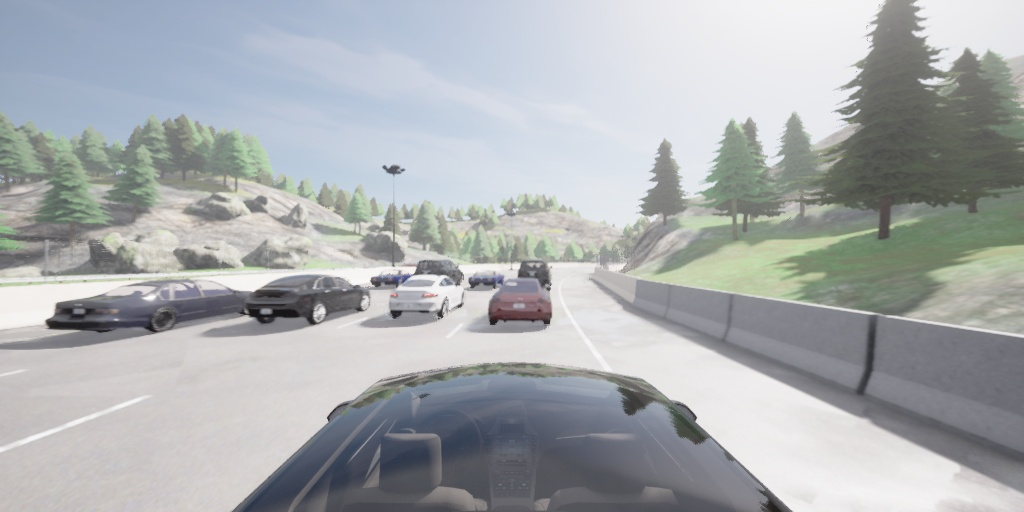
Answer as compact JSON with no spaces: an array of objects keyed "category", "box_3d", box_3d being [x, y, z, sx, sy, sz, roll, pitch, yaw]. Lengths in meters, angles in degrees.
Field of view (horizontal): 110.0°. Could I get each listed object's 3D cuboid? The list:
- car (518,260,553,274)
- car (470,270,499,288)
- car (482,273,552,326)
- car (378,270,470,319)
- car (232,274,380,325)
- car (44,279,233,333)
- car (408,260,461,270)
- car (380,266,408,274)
[{"category":"car","box_3d":[1.667,1.273,25.466,2.150,2.045,5.566,0,0,8]},{"category":"car","box_3d":[-1.728,1.660,26.379,1.895,1.301,4.718,0,-1,9]},{"category":"car","box_3d":[0.370,1.447,12.405,1.994,1.385,4.181,0,-1,5]},{"category":"car","box_3d":[-3.049,1.422,13.518,1.812,1.442,4.674,0,-1,5]},{"category":"car","box_3d":[-6.653,1.382,12.402,1.837,1.490,4.892,0,-2,4]},{"category":"car","box_3d":[-10.258,1.411,11.140,2.033,1.411,5.357,0,-1,4]},{"category":"car","box_3d":[-5.276,1.280,26.348,2.150,2.045,5.566,0,0,8]},{"category":"car","box_3d":[-8.680,1.667,27.208,1.895,1.301,4.718,0,-1,9]}]
